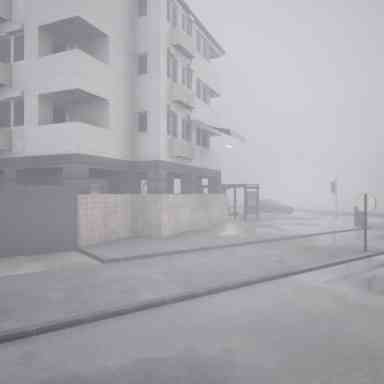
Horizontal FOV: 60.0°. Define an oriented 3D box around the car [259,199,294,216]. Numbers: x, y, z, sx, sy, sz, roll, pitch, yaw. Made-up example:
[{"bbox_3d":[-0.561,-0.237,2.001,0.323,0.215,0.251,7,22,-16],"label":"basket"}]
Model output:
[{"bbox_3d":[7.820,1.478,33.378,1.882,1.535,5.008,0,0,-36],"label":"car"}]
